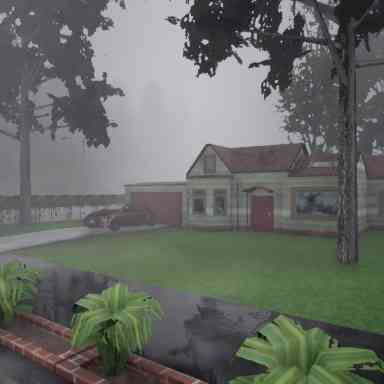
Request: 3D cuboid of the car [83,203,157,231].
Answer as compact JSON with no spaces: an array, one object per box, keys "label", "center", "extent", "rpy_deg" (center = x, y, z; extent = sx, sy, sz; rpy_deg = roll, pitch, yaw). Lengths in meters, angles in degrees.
[{"label":"car","center":[-3.872,1.300,18.374],"extent":[1.994,1.381,4.181],"rpy_deg":[0,0,35]}]
